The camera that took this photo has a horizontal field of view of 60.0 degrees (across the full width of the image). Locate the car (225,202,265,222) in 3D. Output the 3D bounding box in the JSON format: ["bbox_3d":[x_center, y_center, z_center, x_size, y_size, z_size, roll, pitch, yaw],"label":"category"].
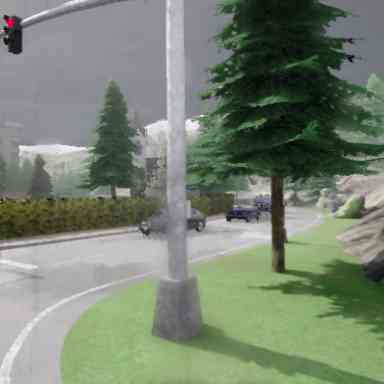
[{"bbox_3d":[4.355,1.762,27.946,1.895,1.301,4.718,-1,0,26],"label":"car"}]

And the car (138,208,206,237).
[{"bbox_3d":[-1.017,1.656,19.155,1.837,1.490,4.892,-1,-1,34],"label":"car"}]

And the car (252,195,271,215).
[{"bbox_3d":[8.143,1.415,37.630,2.150,2.045,5.566,-1,0,16],"label":"car"}]
